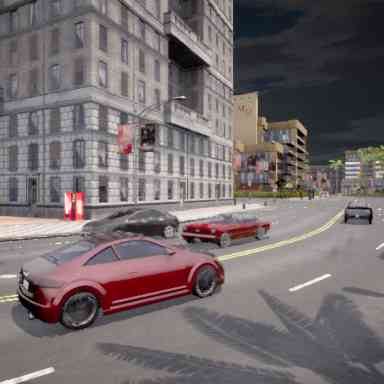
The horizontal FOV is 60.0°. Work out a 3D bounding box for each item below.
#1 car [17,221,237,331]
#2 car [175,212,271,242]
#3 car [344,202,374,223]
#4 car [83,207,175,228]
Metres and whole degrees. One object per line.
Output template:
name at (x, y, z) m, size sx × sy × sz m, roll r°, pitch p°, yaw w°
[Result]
car at (-1.297, 1.558, 6.981) m, size 4.181 × 1.385 × 1.994 m, roll 0°, pitch 0°, yaw -39°
car at (1.634, 1.591, 14.850) m, size 1.895 × 1.301 × 4.718 m, roll 0°, pitch 0°, yaw 40°
car at (12.762, 1.481, 25.465) m, size 2.128 × 1.511 × 4.902 m, roll 0°, pitch 0°, yaw 28°
car at (-2.679, 1.492, 15.368) m, size 1.837 × 1.490 × 4.892 m, roll 1°, pitch 0°, yaw 43°
